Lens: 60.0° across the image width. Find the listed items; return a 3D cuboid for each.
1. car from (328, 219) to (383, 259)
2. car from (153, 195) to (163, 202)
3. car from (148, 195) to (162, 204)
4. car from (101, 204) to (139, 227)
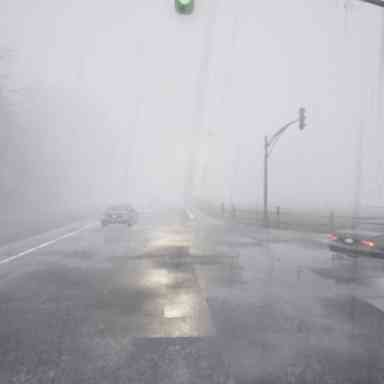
[{"bbox_3d":[7.330,1.672,11.654,5.357,1.411,2.033,2,-1,-24],"label":"car"},{"bbox_3d":[-7.749,1.414,76.241,1.837,1.490,4.892,0,0,-3],"label":"car"},{"bbox_3d":[-6.907,1.282,62.361,2.097,1.767,4.553,0,0,-1],"label":"car"},{"bbox_3d":[-4.719,1.506,22.175,2.033,1.411,5.357,0,0,-3],"label":"car"}]
